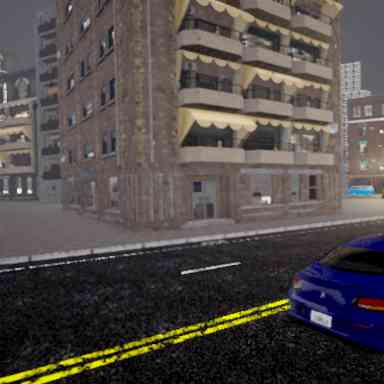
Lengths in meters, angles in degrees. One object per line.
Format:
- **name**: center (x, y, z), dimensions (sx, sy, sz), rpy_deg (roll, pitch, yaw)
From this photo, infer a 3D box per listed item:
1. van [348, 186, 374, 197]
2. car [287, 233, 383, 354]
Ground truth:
- **van**: center (28.989, -0.114, 56.995), dimensions (3.998, 1.788, 1.690), rpy_deg (0, 0, 25)
- **car**: center (3.588, 1.417, 5.514), dimensions (4.674, 1.442, 1.812), rpy_deg (-1, 1, -33)
